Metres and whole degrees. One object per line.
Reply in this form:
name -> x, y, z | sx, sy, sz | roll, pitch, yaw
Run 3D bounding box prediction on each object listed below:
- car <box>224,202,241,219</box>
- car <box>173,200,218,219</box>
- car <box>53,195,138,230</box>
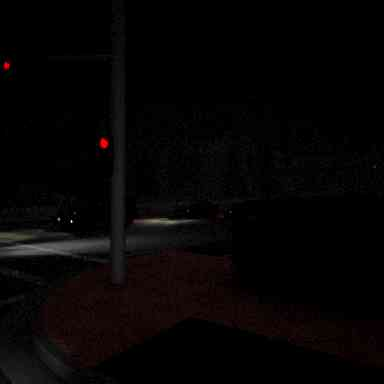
car -> 4.500, 1.564, 28.654 | 1.994, 1.385, 4.181 | 0, 0, 38
car -> 0.386, 1.478, 29.401 | 1.882, 1.535, 5.008 | 0, 0, 39
car -> -5.979, 1.221, 21.385 | 2.150, 2.045, 5.566 | 0, 0, 38
